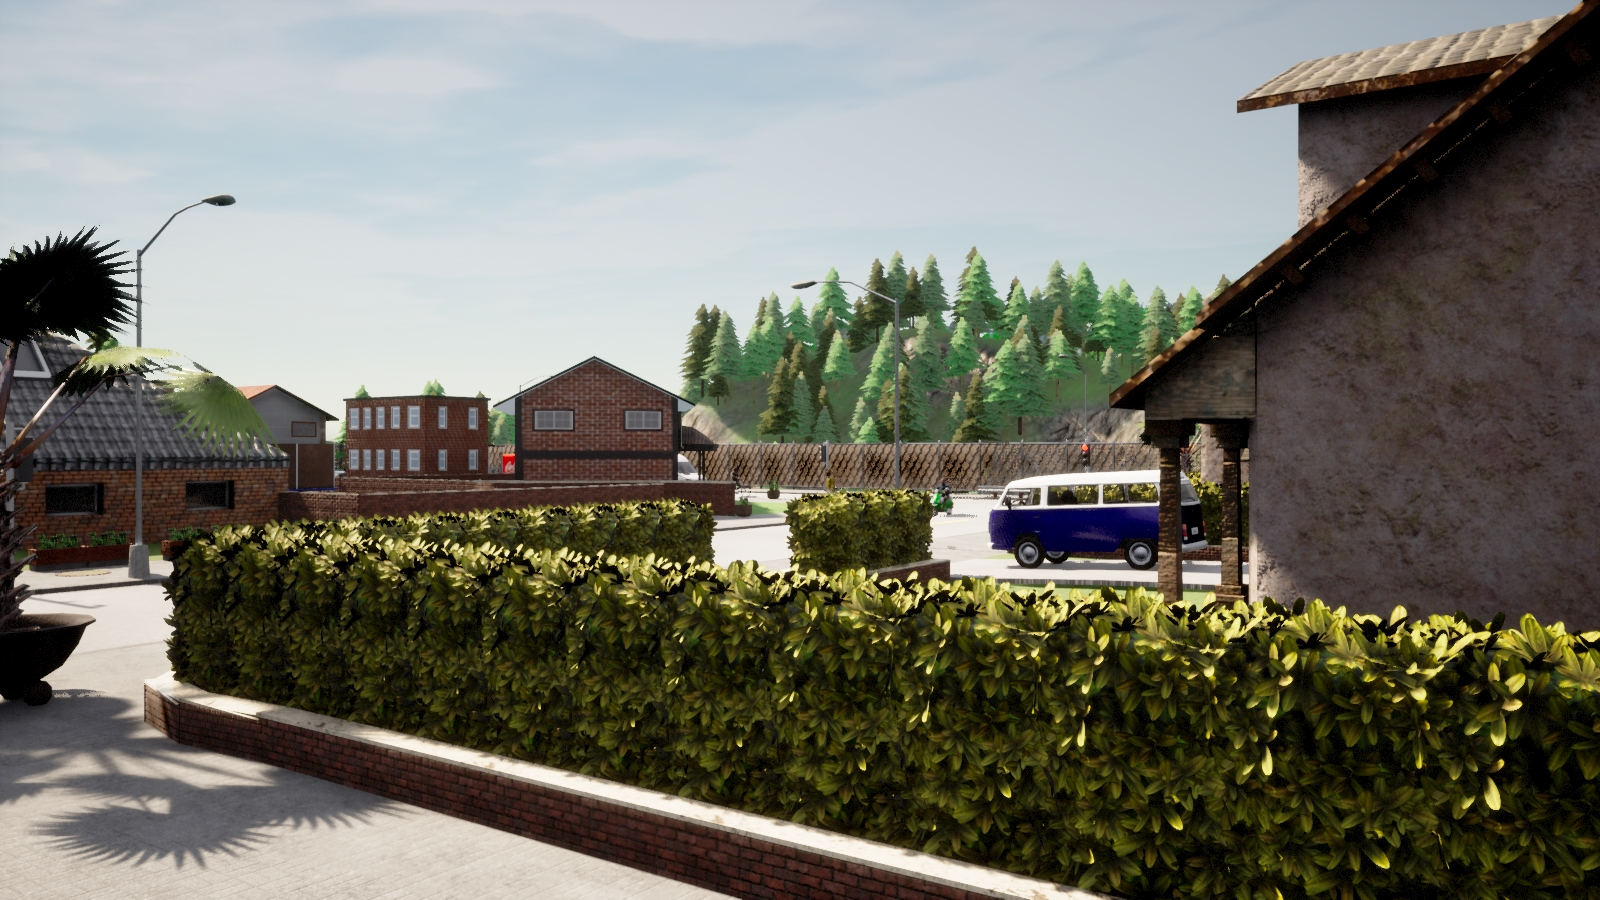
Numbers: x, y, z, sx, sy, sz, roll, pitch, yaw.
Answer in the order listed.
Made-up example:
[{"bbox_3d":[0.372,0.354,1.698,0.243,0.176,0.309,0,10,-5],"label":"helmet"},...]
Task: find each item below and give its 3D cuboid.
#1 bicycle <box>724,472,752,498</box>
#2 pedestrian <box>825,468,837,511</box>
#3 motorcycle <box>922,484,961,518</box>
[{"bbox_3d":[-3.643,2.044,67.431,1.835,1.471,0.329,0,0,35],"label":"bicycle"},{"bbox_3d":[1.349,1.734,49.869,0.375,1.860,0.375,0,0,-37],"label":"pedestrian"},{"bbox_3d":[5.953,2.133,47.879,0.856,1.316,1.805,0,0,36],"label":"motorcycle"}]
